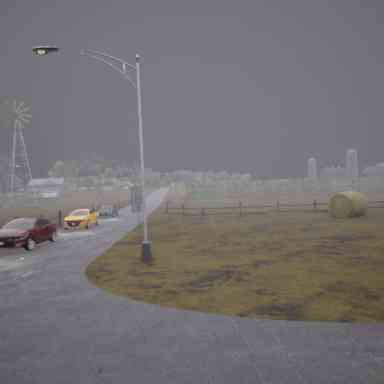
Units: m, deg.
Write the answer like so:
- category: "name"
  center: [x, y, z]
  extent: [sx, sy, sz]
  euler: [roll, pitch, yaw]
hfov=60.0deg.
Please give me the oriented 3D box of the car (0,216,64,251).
- category: "car"
  center: [-8.695, 2.096, 17.422]
  extent: [1.882, 1.535, 5.008]
  euler: [-3, -1, -3]

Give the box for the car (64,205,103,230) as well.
- category: "car"
  center: [-9.255, 2.200, 28.045]
  extent: [1.882, 1.535, 5.008]
  euler: [-3, 0, -3]

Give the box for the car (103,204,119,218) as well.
- category: "car"
  center: [-9.822, 2.237, 38.862]
  extent: [1.837, 1.490, 4.892]
  euler: [-3, 0, -3]
